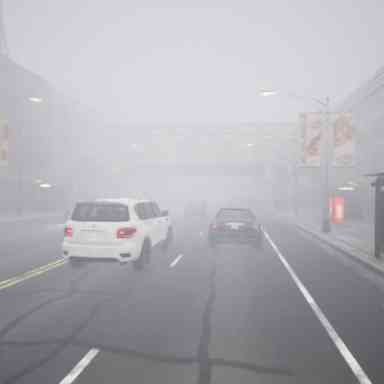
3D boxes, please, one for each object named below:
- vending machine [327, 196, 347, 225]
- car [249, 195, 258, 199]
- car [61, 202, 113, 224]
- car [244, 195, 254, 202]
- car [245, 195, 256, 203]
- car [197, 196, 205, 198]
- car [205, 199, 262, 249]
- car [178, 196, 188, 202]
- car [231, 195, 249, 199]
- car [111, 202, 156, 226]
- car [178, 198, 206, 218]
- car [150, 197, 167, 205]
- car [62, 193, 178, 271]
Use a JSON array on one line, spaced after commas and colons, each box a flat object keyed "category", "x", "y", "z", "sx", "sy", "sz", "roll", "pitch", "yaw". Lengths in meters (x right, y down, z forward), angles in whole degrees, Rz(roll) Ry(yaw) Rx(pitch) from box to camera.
[{"category": "vending machine", "x": 10.556, "y": 1.321, "z": 24.260, "sx": 1.100, "sy": 2.100, "sz": 0.880, "roll": 1, "pitch": 0, "yaw": 8}, {"category": "car", "x": 12.223, "y": 1.624, "z": 67.567, "sx": 2.231, "sy": 1.521, "sz": 4.892, "roll": 1, "pitch": 0, "yaw": 18}, {"category": "car", "x": -7.571, "y": 1.471, "z": 24.458, "sx": 1.994, "sy": 1.385, "sz": 4.181, "roll": 1, "pitch": 0, "yaw": 8}, {"category": "car", "x": 14.469, "y": 1.649, "z": 84.620, "sx": 2.097, "sy": 1.535, "sz": 5.008, "roll": 1, "pitch": 0, "yaw": 8}, {"category": "car", "x": 13.731, "y": 1.515, "z": 78.236, "sx": 2.185, "sy": 1.767, "sz": 4.553, "roll": 1, "pitch": 0, "yaw": 8}, {"category": "car", "x": 1.716, "y": 1.540, "z": 64.857, "sx": 1.812, "sy": 1.442, "sz": 4.674, "roll": 1, "pitch": 0, "yaw": 9}, {"category": "car", "x": 1.939, "y": 1.374, "z": 14.909, "sx": 2.097, "sy": 1.767, "sz": 4.553, "roll": 1, "pitch": 0, "yaw": 8}, {"category": "car", "x": -1.740, "y": 1.519, "z": 65.322, "sx": 2.033, "sy": 1.411, "sz": 5.357, "roll": 1, "pitch": 0, "yaw": 9}, {"category": "car", "x": 5.160, "y": 1.412, "z": 38.511, "sx": 2.097, "sy": 1.767, "sz": 4.553, "roll": 1, "pitch": 0, "yaw": 8}, {"category": "car", "x": -4.104, "y": 1.513, "z": 23.984, "sx": 1.994, "sy": 1.385, "sz": 4.181, "roll": 1, "pitch": 0, "yaw": 8}, {"category": "car", "x": 0.437, "y": 1.551, "z": 29.869, "sx": 2.033, "sy": 1.411, "sz": 5.357, "roll": 1, "pitch": 0, "yaw": 8}, {"category": "car", "x": -5.885, "y": 1.520, "z": 58.729, "sx": 1.895, "sy": 1.301, "sz": 4.718, "roll": 1, "pitch": 0, "yaw": 8}, {"category": "car", "x": -2.132, "y": 1.195, "z": 11.056, "sx": 2.150, "sy": 2.045, "sz": 5.566, "roll": 1, "pitch": 0, "yaw": 8}]
